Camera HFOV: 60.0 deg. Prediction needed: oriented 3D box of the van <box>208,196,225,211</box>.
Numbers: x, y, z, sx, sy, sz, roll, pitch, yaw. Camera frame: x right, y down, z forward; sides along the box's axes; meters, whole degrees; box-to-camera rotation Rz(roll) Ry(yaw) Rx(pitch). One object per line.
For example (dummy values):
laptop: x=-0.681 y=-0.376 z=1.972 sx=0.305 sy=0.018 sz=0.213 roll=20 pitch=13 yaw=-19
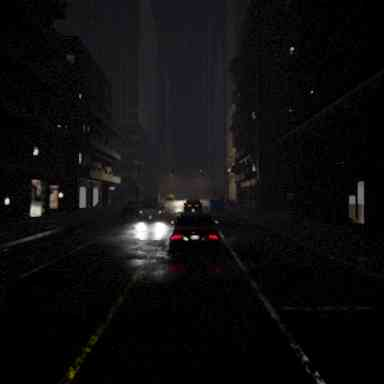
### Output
van: x=2.730 y=1.305 z=37.156 sx=1.690 sy=1.788 sz=3.998 roll=1 pitch=0 yaw=0

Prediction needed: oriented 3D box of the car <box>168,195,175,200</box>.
car: x=-5.624 y=1.490 z=91.831 sx=1.802 sy=1.307 sz=4.206 roll=1 pitch=0 yaw=0

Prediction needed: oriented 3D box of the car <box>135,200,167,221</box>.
car: x=-3.084 y=1.575 z=26.910 sx=1.895 sy=1.301 sz=4.718 roll=0 pitch=0 yaw=0

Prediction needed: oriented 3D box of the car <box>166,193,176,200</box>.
car: x=-5.624 y=1.354 z=86.255 sx=1.967 sy=1.590 sz=4.097 roll=1 pitch=0 yaw=0

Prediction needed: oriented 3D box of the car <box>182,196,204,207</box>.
car: x=0.117 y=1.472 z=33.567 sx=1.837 sy=1.490 sz=4.892 roll=0 pitch=0 yaw=0

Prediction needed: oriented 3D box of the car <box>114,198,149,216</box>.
car: x=-5.624 y=1.520 z=31.568 sx=2.008 sy=1.369 sz=4.403 roll=1 pitch=0 yaw=0

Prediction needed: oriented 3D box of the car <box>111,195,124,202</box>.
car: x=-16.450 y=1.427 z=70.842 sx=4.097 sy=1.590 sz=1.967 roll=0 pitch=-1 yaw=0

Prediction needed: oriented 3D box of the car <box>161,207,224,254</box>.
car: x=0.103 y=1.534 z=13.394 sx=2.033 sy=1.411 sz=5.357 roll=0 pitch=0 yaw=0

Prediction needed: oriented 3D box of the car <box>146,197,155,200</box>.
car: x=-5.621 y=1.546 z=37.109 sx=1.802 sy=1.307 sz=4.206 roll=1 pitch=0 yaw=0

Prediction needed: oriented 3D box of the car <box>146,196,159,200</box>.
car: x=-5.618 y=1.524 z=42.648 sx=1.947 sy=1.339 sz=4.313 roll=1 pitch=0 yaw=0
